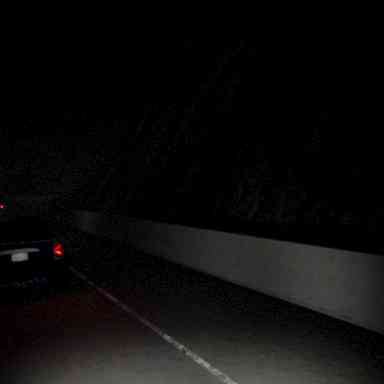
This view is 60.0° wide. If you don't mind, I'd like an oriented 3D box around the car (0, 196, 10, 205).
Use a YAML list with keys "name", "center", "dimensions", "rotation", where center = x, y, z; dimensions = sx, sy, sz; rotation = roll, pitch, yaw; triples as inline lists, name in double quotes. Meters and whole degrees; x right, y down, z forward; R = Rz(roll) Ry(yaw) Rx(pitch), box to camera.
- name: "car"
  center: [-15.699, 1.323, 26.149]
  dimensions: [2.150, 2.045, 5.566]
  rotation: [0, 0, -29]

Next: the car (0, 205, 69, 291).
- name: "car"
  center: [-4.771, 1.383, 8.682]
  dimensions: [2.097, 1.767, 4.553]
  rotation: [0, 0, -34]
